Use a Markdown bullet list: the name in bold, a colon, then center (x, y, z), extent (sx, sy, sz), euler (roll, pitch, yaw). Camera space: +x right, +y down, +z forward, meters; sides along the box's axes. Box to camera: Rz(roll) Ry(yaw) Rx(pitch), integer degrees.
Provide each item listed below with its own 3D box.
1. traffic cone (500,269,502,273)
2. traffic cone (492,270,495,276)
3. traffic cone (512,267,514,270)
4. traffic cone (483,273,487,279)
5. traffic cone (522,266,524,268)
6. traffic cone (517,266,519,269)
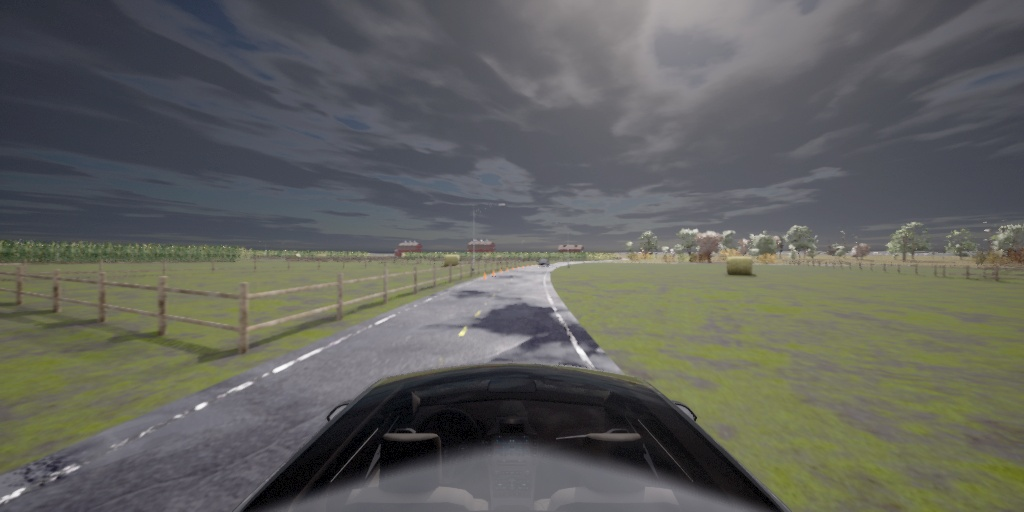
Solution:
- **traffic cone**: center (-1.275, 1.709, 41.729), extent (0.340, 0.580, 0.340), euler (0, 0, 7)
- **traffic cone**: center (-1.873, 1.704, 36.725), extent (0.340, 0.580, 0.340), euler (0, 0, 6)
- **traffic cone**: center (0.155, 1.721, 51.704), extent (0.340, 0.580, 0.340), euler (0, 0, 9)
- **traffic cone**: center (-2.393, 1.700, 31.714), extent (0.340, 0.580, 0.340), euler (0, 0, 5)
- **traffic cone**: center (1.897, 1.735, 61.630), extent (0.340, 0.580, 0.340), euler (0, 0, 11)
- **traffic cone**: center (0.987, 1.728, 56.675), extent (0.340, 0.580, 0.340), euler (0, 0, 10)
